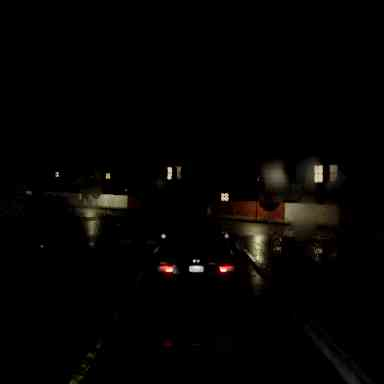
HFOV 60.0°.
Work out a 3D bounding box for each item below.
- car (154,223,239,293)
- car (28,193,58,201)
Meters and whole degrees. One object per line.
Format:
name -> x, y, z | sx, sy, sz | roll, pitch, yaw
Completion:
car -> 0.088, 1.550, 8.996 | 2.033, 1.411, 5.357 | 0, 0, 0
car -> -17.704, 0.855, 39.548 | 4.902, 1.511, 2.128 | 2, 0, 32
